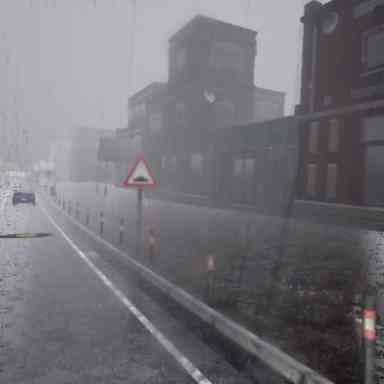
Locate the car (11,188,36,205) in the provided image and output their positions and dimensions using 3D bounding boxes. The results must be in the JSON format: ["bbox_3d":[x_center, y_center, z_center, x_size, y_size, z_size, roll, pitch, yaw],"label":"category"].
[{"bbox_3d":[-16.064,0.336,31.765,1.882,1.535,5.008,1,3,-28],"label":"car"}]
